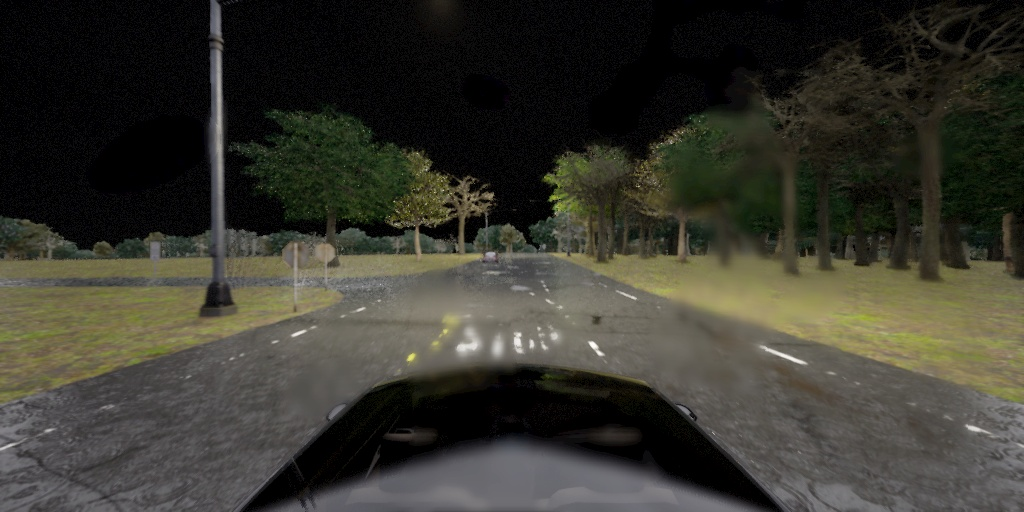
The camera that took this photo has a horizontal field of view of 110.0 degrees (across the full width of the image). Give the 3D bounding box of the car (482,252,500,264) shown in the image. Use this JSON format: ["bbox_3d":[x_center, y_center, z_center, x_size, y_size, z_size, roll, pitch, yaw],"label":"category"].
[{"bbox_3d":[-2.577,0.213,44.262,1.812,1.442,4.674,0,2,2],"label":"car"}]
